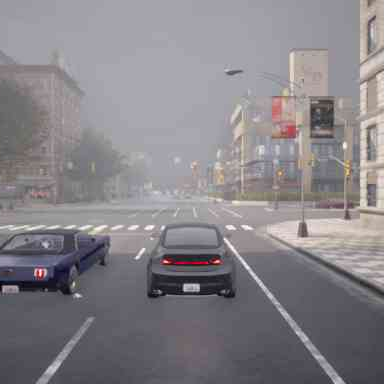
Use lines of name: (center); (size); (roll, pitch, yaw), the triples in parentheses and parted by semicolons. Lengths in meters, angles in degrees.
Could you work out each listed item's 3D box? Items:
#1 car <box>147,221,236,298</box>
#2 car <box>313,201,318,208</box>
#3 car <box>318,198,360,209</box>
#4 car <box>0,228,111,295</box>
car: (-0.019, 1.504, 8.497); (1.837, 1.490, 4.892); (0, 0, 0)
car: (19.282, 1.524, 46.338); (4.674, 1.442, 1.812); (0, 0, 0)
car: (19.325, 1.599, 42.839); (4.718, 1.301, 1.895); (0, 0, 0)
car: (-3.518, 1.600, 8.675); (1.895, 1.301, 4.718); (0, 0, 0)
